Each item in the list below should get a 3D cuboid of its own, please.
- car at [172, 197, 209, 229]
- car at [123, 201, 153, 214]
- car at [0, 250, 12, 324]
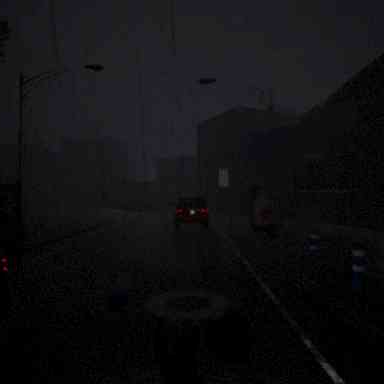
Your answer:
[{"bbox_3d":[-0.128,1.326,22.805,2.150,2.045,5.566,0,0,-3],"label":"car"},{"bbox_3d":[-6.593,1.780,40.120,2.128,1.511,4.902,2,-2,-40],"label":"car"},{"bbox_3d":[-3.601,1.230,2.393,2.150,2.045,5.566,0,0,0],"label":"car"}]
